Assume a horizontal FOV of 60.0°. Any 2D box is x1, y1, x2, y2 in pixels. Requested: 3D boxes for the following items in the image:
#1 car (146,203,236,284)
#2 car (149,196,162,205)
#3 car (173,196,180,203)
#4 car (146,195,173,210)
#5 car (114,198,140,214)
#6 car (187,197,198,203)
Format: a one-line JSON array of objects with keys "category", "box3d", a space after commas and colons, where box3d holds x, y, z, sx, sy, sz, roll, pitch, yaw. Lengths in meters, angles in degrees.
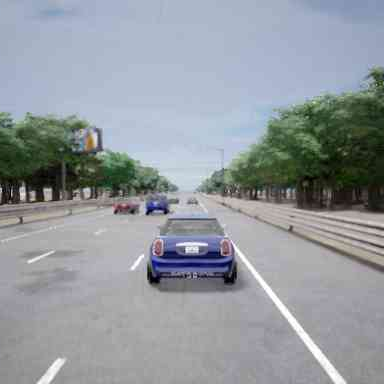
[{"category": "car", "box3d": [0.003, 1.357, 9.770, 2.097, 1.767, 4.553, 0, 0, 0]}, {"category": "car", "box3d": [-6.899, 1.555, 63.574, 1.882, 1.535, 5.008, 0, 0, 0]}, {"category": "car", "box3d": [-3.398, 1.568, 64.255, 2.128, 1.511, 4.902, 0, 0, 0]}, {"category": "car", "box3d": [-3.485, 1.274, 34.931, 2.150, 2.045, 5.566, 0, 0, 0]}, {"category": "car", "box3d": [-6.974, 1.403, 36.256, 2.097, 1.767, 4.553, 0, 0, 0]}, {"category": "car", "box3d": [0.102, 1.641, 64.060, 1.994, 1.385, 4.181, 0, 0, 0]}]
